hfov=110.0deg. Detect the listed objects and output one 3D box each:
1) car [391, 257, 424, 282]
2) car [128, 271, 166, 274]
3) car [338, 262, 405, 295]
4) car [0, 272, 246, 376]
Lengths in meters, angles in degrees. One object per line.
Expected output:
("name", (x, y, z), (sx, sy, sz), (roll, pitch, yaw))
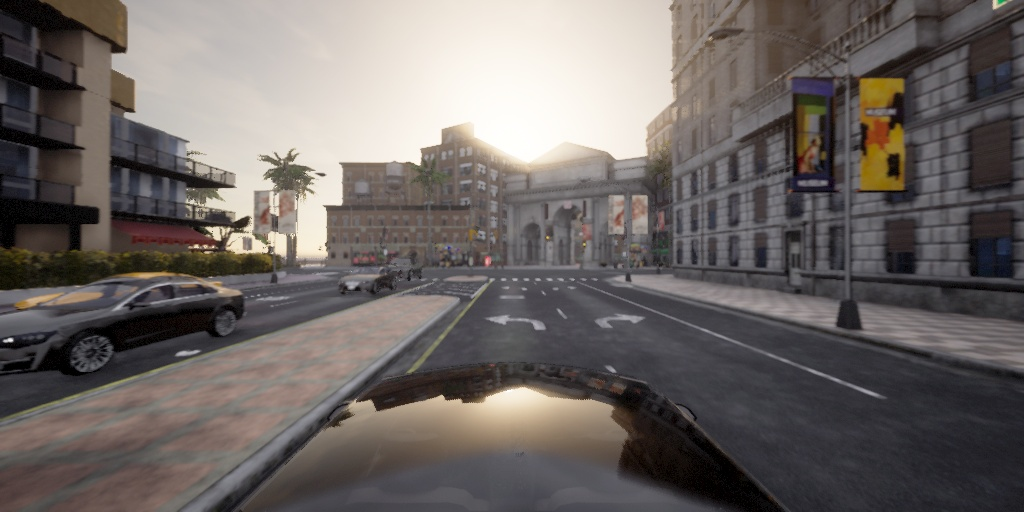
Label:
("car", (-7.996, 0.844, 26.344), (2.097, 1.767, 4.553), (0, 0, 0))
("car", (-11.589, 1.261, 11.126), (1.882, 1.535, 5.008), (0, 0, 0))
("car", (-7.997, 1.306, 20.333), (2.128, 1.511, 4.902), (0, 0, 0))
("car", (-8.079, 1.262, 7.607), (2.128, 1.511, 4.902), (0, 0, 0))
